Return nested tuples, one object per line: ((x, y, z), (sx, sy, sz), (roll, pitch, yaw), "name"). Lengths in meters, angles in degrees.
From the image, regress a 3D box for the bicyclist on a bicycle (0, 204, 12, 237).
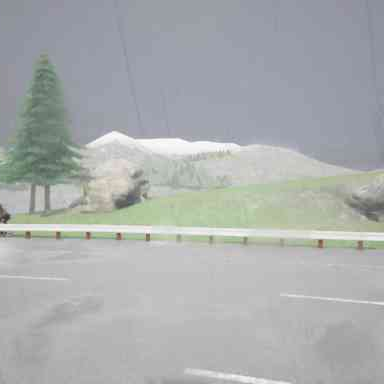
((-9.207, 1.420, 16.099), (0.582, 1.620, 1.656), (0, -5, 6), "bicyclist on a bicycle")
